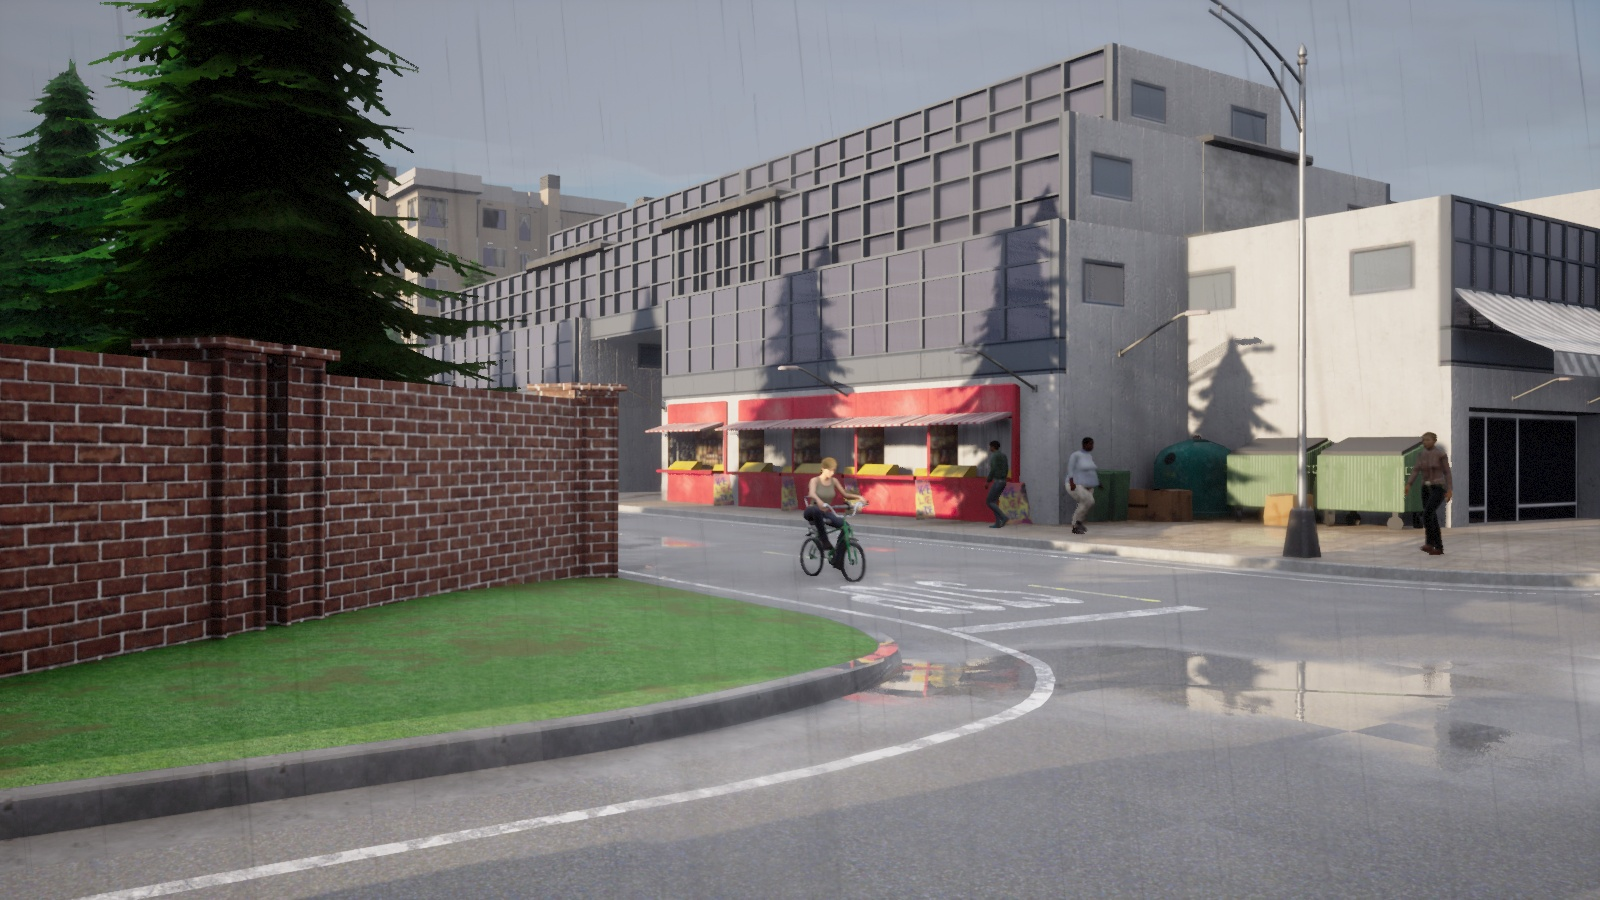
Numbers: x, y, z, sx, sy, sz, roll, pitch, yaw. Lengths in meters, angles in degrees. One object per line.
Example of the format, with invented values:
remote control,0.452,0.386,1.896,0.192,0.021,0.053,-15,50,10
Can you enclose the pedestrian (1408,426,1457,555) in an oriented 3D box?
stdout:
pedestrian,9.213,0.587,18.283,0.634,1.846,0.331,0,0,-29

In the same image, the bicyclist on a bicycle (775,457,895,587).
bicyclist on a bicycle,0.437,0.897,16.471,0.866,1.612,1.509,0,0,-33

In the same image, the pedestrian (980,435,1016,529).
pedestrian,3.966,0.635,25.207,0.614,1.847,0.353,0,0,39

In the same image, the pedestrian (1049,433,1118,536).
pedestrian,5.241,0.620,23.197,0.874,1.855,0.900,0,0,-42
